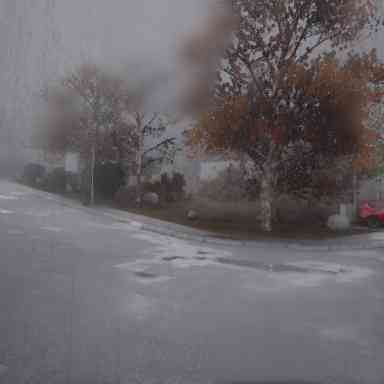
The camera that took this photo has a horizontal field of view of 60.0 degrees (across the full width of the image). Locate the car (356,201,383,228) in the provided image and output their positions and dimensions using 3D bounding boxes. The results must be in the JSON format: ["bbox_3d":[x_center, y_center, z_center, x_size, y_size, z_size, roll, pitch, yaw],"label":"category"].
[{"bbox_3d":[15.627,1.727,25.356,5.566,2.045,2.435,-1,-2,32],"label":"car"}]
